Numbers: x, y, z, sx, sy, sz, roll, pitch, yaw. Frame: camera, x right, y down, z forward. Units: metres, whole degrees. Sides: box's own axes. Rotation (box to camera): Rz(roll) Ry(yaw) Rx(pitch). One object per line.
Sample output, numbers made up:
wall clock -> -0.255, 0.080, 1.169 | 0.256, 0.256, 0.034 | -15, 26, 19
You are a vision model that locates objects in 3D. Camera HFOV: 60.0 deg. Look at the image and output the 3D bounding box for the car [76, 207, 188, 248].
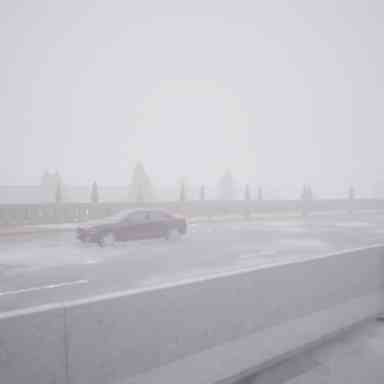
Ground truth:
car -> -2.565, 1.478, 14.936 | 5.008, 1.535, 1.882 | 0, 0, -34
